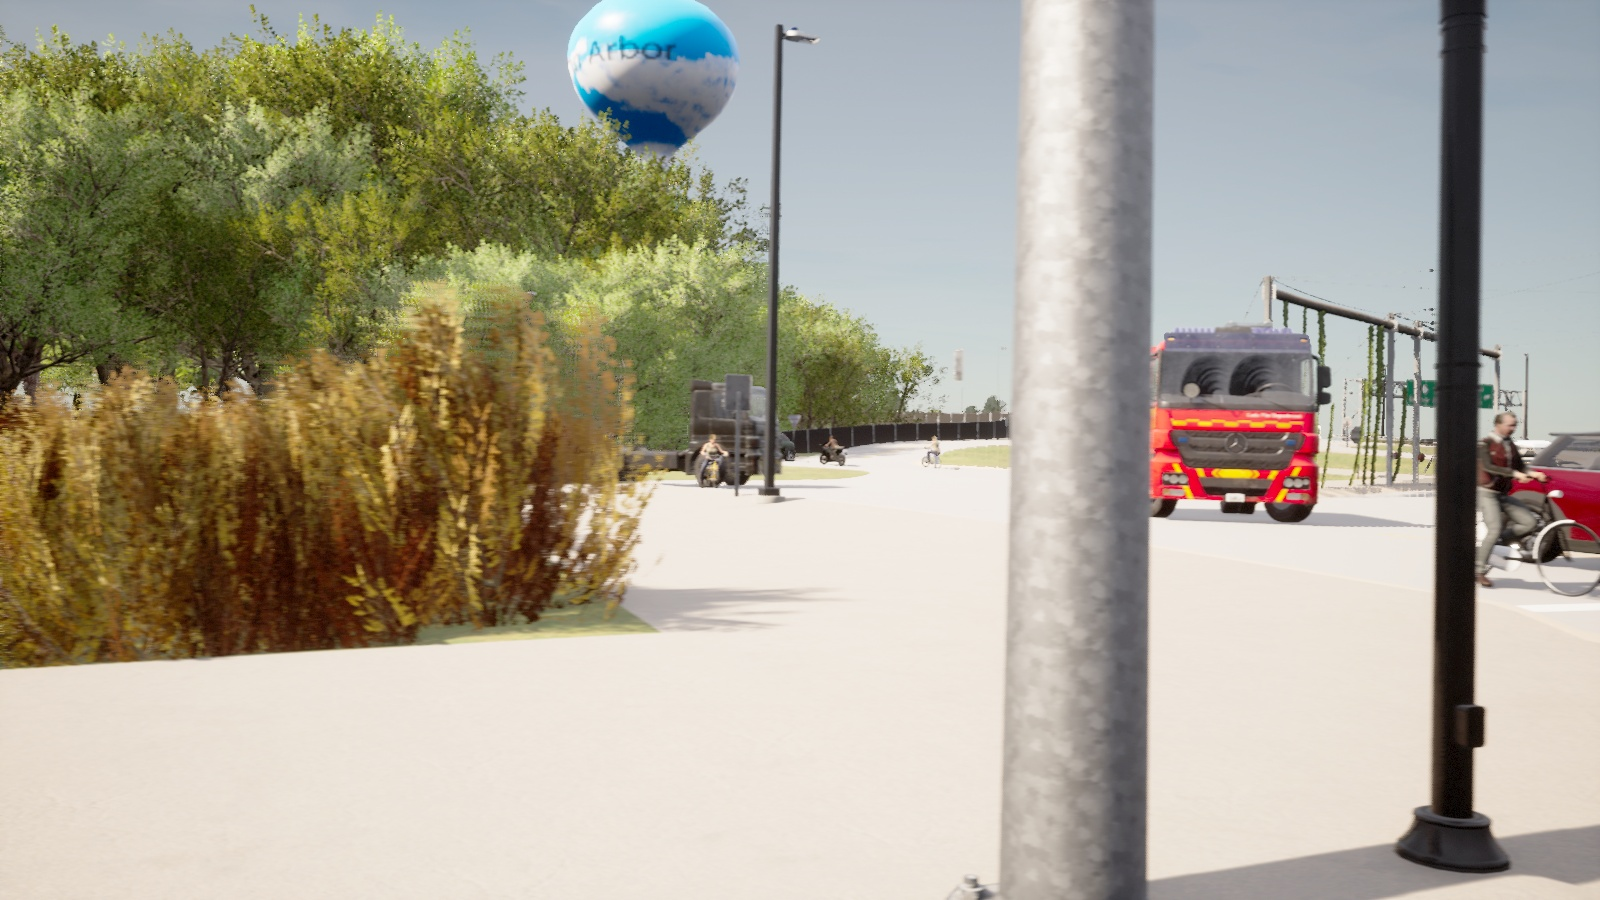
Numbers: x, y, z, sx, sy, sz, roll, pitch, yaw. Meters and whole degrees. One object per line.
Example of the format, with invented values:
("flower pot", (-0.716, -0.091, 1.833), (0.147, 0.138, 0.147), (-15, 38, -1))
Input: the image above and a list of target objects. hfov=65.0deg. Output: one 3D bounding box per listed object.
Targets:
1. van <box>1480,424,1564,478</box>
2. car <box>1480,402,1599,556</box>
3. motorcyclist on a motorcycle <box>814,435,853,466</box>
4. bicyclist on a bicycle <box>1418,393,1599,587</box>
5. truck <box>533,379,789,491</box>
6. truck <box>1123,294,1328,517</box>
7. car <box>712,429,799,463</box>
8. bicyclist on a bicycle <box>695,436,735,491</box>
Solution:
("van", (29.064, 0.019, 50.484), (2.069, 2.038, 4.480), (-1, 1, 41))
("car", (10.410, 0.346, 14.109), (2.097, 1.767, 4.553), (0, 1, -22))
("motorcyclist on a motorcycle", (1.692, 0.007, 63.751), (0.797, 1.523, 2.044), (-1, 1, -39))
("bicyclist on a bicycle", (7.142, 0.353, 12.435), (0.659, 1.776, 1.843), (0, 1, -22))
("truck", (-4.628, -0.422, 41.954), (7.936, 3.462, 2.891), (-1, 0, 17))
("truck", (8.471, -0.720, 26.050), (2.891, 3.827, 8.468), (0, -1, 11))
("car", (-2.448, -0.191, 70.134), (4.553, 1.767, 2.097), (2, -1, -41))
("bicyclist on a bicycle", (-2.536, 0.400, 37.316), (0.866, 1.612, 1.509), (0, -1, -17))
